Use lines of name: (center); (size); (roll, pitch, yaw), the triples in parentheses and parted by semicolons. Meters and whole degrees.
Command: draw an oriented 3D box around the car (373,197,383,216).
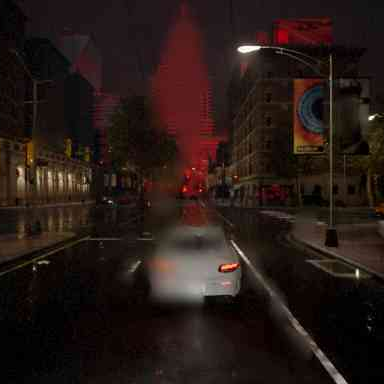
car: (19.184, 1.478, 29.951); (5.008, 1.535, 1.882); (0, 0, 0)

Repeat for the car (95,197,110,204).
car: (-17.956, 1.595, 66.929); (1.895, 1.301, 4.718); (0, 0, 0)

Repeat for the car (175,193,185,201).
car: (-3.119, 1.218, 86.508); (2.150, 2.045, 5.566); (0, 0, 0)

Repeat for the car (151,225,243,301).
car: (0.112, 1.526, 8.182); (1.812, 1.442, 4.674); (0, 0, 1)

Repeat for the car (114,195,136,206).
car: (-11.336, 1.478, 56.782); (1.882, 1.535, 5.008); (0, 0, 0)

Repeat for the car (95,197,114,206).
car: (-14.834, 1.547, 56.846); (2.033, 1.411, 5.357); (0, 0, 0)

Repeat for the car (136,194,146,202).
car: (-11.227, 1.547, 66.595); (2.033, 1.411, 5.357); (0, 0, 1)

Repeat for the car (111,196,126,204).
car: (-14.719, 1.506, 66.805); (1.837, 1.490, 4.892); (0, 0, 1)

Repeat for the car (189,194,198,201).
car: (0.380, 1.493, 86.462); (1.837, 1.490, 4.892); (0, 0, 0)

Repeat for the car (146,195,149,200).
car: (-11.163, 1.355, 76.815); (2.097, 1.767, 4.553); (0, 0, 0)

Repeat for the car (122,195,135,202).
car: (-14.661, 1.478, 77.202); (1.882, 1.535, 5.008); (0, 0, 0)
